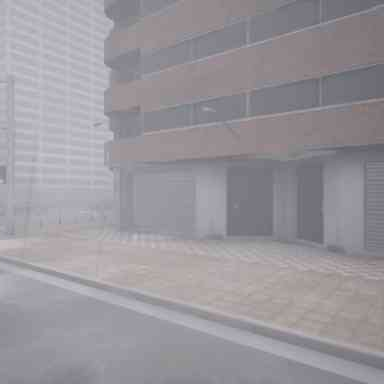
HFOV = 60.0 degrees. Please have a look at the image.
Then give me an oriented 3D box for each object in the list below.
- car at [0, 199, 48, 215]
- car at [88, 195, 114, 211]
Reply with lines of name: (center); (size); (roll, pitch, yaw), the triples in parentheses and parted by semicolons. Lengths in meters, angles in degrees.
car: (-16.726, 1.505, 32.660); (1.837, 1.490, 4.892); (0, 0, 37)
car: (-10.478, 1.505, 40.915); (1.837, 1.490, 4.892); (0, 0, 37)
